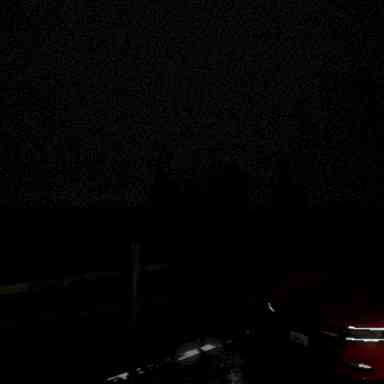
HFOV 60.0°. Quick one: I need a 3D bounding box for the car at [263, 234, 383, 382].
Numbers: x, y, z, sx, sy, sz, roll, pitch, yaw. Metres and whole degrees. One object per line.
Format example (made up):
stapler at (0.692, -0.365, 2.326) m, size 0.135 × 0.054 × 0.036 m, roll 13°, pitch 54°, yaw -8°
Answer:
car at (3.314, 1.474, 5.433) m, size 5.008 × 1.535 × 1.882 m, roll 0°, pitch 0°, yaw -35°
